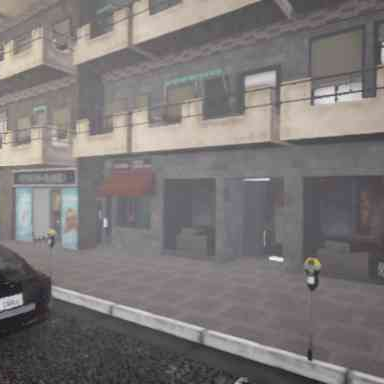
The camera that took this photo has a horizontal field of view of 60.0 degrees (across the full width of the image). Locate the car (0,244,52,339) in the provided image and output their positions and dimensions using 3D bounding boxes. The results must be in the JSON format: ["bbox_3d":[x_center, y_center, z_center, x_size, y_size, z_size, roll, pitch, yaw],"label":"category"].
[{"bbox_3d":[-4.224,1.585,5.872,4.313,1.339,1.947,0,1,35],"label":"car"}]
